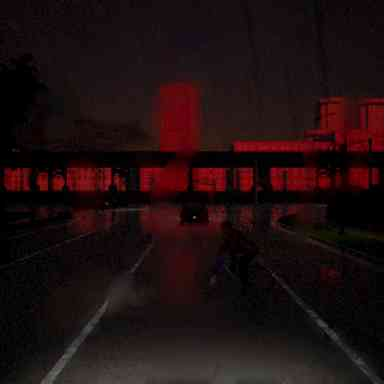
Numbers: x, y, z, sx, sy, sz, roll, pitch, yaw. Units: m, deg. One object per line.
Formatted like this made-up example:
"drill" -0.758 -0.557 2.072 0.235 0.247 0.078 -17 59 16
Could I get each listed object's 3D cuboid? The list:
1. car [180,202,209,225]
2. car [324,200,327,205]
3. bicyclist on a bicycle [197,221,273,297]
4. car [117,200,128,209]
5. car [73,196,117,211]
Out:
"car" 0.169 1.478 23.803 1.882 1.535 5.008 0 0 0
"car" 23.889 1.392 53.971 4.674 1.442 1.812 -1 0 1
"bicyclist on a bicycle" 0.915 1.452 7.142 1.656 1.620 0.582 -1 0 0
"car" -11.020 1.505 44.320 4.892 1.490 1.837 0 0 2
"car" -12.051 1.351 40.746 4.553 1.767 2.097 0 0 4
